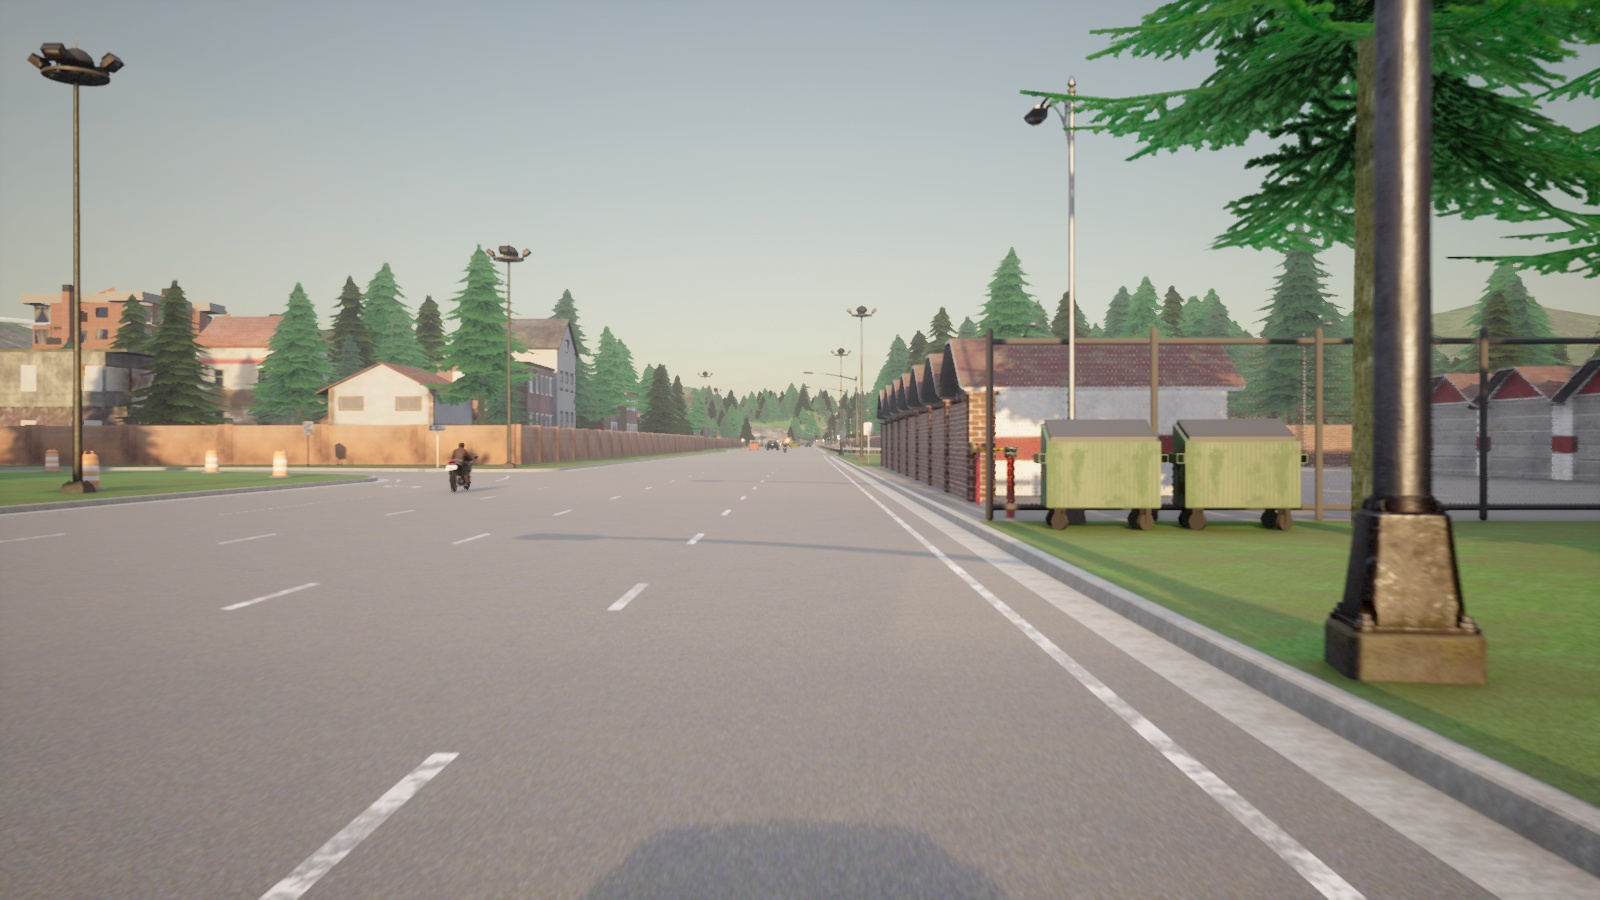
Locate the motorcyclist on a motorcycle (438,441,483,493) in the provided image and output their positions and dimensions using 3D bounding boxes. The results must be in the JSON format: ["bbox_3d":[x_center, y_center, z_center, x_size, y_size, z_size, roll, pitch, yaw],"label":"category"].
[{"bbox_3d":[-10.269,0.506,38.085,0.797,1.523,2.044,0,0,0],"label":"motorcyclist on a motorcycle"}]
